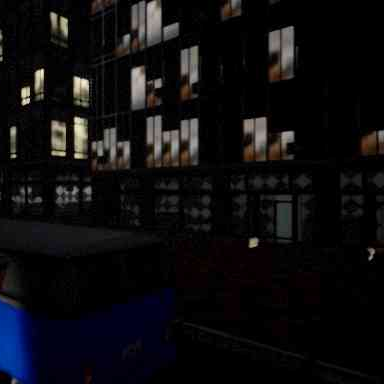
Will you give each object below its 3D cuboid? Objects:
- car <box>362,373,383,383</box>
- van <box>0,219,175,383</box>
[{"bbox_3d":[2.528,1.449,1.077,4.097,1.590,1.967,0,0,36],"label":"car"},{"bbox_3d":[-2.100,1.318,4.378,3.998,1.788,1.690,0,0,36],"label":"van"}]
